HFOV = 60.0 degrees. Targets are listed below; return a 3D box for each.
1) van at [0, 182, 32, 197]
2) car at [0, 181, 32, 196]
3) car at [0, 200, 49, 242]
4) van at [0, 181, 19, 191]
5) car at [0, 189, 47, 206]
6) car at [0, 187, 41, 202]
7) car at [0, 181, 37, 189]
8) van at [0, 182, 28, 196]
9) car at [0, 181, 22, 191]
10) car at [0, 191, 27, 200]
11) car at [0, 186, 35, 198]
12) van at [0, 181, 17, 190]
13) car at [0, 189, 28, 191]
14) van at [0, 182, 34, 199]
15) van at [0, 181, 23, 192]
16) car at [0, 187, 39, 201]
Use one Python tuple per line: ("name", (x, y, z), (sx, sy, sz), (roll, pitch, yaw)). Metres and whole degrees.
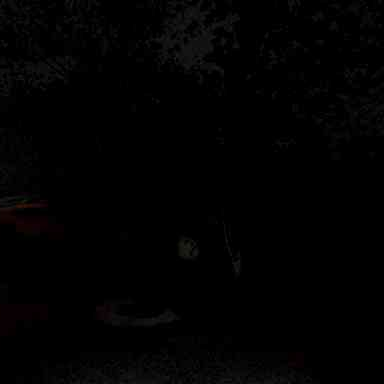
("van", (-24.878, -0.346, 46.276), (4.442, 1.987, 1.878), (1, 1, -30))
("car", (-27.792, -0.558, 50.985), (5.566, 2.045, 2.435), (1, 1, -30))
("car", (-6.929, 1.301, 15.252), (5.008, 1.535, 2.097), (1, 2, -30))
("van", (-40.287, -1.365, 72.691), (4.442, 1.987, 1.878), (1, 1, -30))
("car", (-16.647, 0.521, 31.869), (4.792, 1.488, 2.163), (1, 2, -30))
("car", (-19.449, 0.293, 36.787), (4.792, 1.488, 2.163), (1, 2, -30))
("car", (-15.194, 0.358, 29.500), (5.566, 2.045, 2.435), (1, 2, -30))
("van", (-26.475, -0.442, 48.550), (4.442, 1.987, 1.878), (1, 1, -30))
("car", (-39.016, -1.301, 70.226), (5.566, 2.045, 2.435), (1, 1, -30))
("car", (-8.288, 1.060, 17.658), (4.553, 1.767, 2.185), (1, 2, -30))
("car", (-23.586, -0.030, 43.834), (5.008, 1.535, 2.097), (1, 1, -30))
("van", (-43.282, -1.553, 77.363), (4.442, 1.987, 1.878), (1, 1, -30))
("car", (-12.600, 0.835, 24.618), (5.366, 1.575, 1.946), (1, 2, -30))
("van", (-22.274, -0.162, 41.366), (4.442, 1.987, 1.878), (1, 2, -31))
("van", (-34.707, -0.996, 63.125), (4.442, 1.987, 1.878), (1, 1, -30))
("car", (-20.778, 0.193, 39.066), (4.792, 1.488, 2.163), (1, 1, -30))
